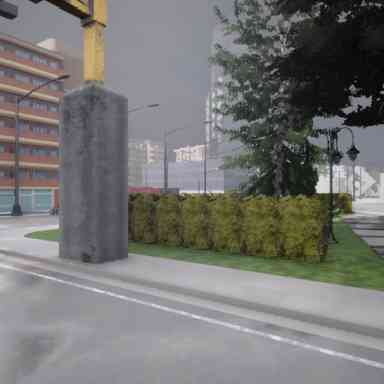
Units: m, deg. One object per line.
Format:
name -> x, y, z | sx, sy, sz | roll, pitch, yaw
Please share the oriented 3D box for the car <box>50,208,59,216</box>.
car -> -9.963, 1.547, 30.179 | 2.033, 1.411, 5.357 | 0, 0, 36
